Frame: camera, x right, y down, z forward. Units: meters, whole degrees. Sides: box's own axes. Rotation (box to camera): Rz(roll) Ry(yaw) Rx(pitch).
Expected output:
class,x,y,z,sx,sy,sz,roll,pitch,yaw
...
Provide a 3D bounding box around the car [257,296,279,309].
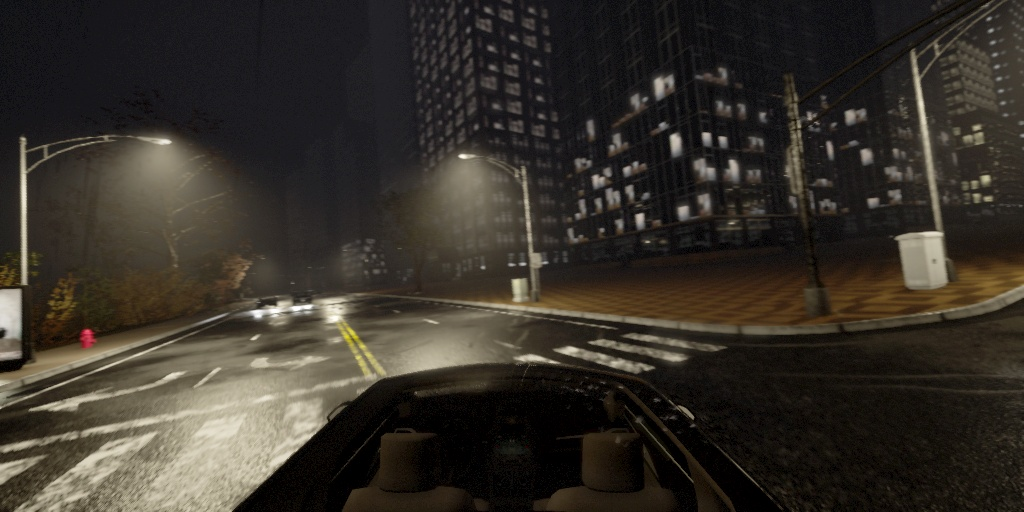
class,x,y,z,sx,sy,sz,roll,pitch,yaw
car,-26.782,5.034,39.362,1.895,1.301,4.718,-3,-3,-32

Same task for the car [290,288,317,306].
class,x,y,z,sx,sy,sz,roll,pitch,yaw
car,-24.048,4.786,41.105,2.128,1.511,4.902,-3,-3,-32
